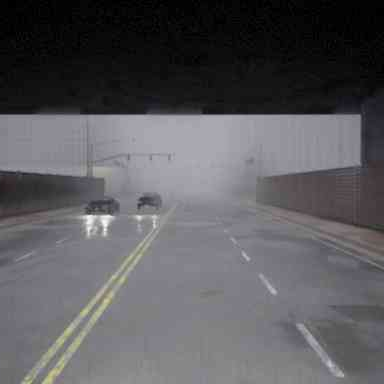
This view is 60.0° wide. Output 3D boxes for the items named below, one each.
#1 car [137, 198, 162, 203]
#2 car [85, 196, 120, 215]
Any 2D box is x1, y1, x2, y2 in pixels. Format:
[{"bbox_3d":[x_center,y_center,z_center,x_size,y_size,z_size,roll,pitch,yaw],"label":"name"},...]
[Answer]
[{"bbox_3d":[-3.629,0.685,29.296,2.033,1.411,5.357,0,1,0],"label":"car"},{"bbox_3d":[-7.130,1.043,26.814,1.994,1.385,4.181,0,1,0],"label":"car"}]
